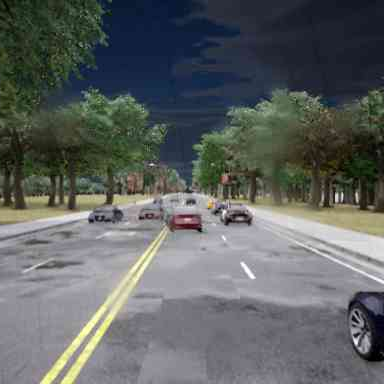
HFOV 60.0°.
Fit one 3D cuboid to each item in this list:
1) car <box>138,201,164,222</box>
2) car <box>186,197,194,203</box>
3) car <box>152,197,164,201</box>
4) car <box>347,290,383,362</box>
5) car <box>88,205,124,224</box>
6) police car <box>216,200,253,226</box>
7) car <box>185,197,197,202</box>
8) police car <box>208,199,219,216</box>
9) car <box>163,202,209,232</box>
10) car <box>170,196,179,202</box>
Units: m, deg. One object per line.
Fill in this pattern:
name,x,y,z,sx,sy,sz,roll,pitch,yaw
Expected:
car,-3.365,1.732,28.454,1.994,1.385,4.181,0,0,0
car,-0.428,1.815,79.416,1.895,1.301,4.718,0,0,-1
car,-6.790,1.762,67.006,1.837,1.490,4.892,0,0,0
car,3.255,1.526,2.986,2.163,1.488,4.792,0,0,0
car,-6.606,1.720,25.823,1.994,1.385,4.181,0,0,0
police car,3.248,1.657,24.978,2.038,1.542,4.974,0,0,0
car,-0.187,1.786,64.635,1.837,1.490,4.892,0,0,0
police car,3.208,1.705,35.989,2.038,1.542,4.974,0,0,0
car,-0.526,1.636,21.162,2.163,1.488,4.792,0,0,-7
car,-3.564,1.639,69.918,2.033,1.411,5.357,0,0,-1
